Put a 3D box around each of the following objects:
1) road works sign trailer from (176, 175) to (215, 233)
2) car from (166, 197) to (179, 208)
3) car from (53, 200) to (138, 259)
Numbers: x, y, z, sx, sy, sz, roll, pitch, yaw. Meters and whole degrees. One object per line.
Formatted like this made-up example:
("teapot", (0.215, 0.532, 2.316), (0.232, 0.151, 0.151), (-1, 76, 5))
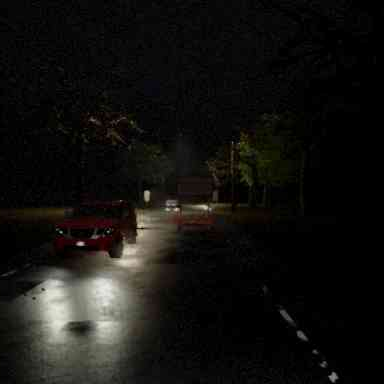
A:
("road works sign trailer", (0.158, 0.679, 21.506), (2.380, 3.560, 2.880), (0, -1, -5))
("car", (-3.543, 1.904, 60.811), (2.150, 2.045, 5.566), (0, -1, 1))
("car", (-3.602, 1.354, 13.525), (2.150, 2.045, 5.566), (0, -1, 0))
